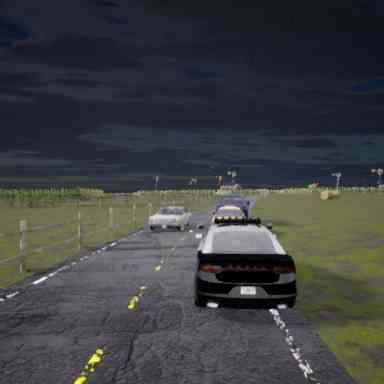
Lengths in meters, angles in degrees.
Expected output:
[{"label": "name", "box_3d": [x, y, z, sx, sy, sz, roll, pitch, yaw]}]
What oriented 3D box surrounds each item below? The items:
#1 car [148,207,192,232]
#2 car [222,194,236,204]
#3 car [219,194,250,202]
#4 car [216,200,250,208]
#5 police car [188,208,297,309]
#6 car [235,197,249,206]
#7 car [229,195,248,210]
[{"label": "car", "box_3d": [-1.233, 1.585, 20.408, 1.895, 1.301, 4.718, 0, 0, 8]}, {"label": "car", "box_3d": [6.841, 1.277, 61.103, 2.097, 1.767, 4.553, 0, 0, 12]}, {"label": "car", "box_3d": [2.915, 1.203, 23.636, 2.150, 2.045, 5.566, 0, 0, 10]}, {"label": "car", "box_3d": [2.048, 1.441, 17.952, 1.801, 1.575, 5.366, 0, 0, 7]}, {"label": "police car", "box_3d": [1.087, 1.422, 8.071, 1.930, 1.638, 5.238, 0, 0, 4]}, {"label": "car", "box_3d": [8.118, 1.500, 53.628, 1.994, 1.385, 4.181, 0, 0, 12]}, {"label": "car", "box_3d": [6.190, 1.303, 43.886, 2.097, 1.767, 4.553, 0, 0, 12]}]
